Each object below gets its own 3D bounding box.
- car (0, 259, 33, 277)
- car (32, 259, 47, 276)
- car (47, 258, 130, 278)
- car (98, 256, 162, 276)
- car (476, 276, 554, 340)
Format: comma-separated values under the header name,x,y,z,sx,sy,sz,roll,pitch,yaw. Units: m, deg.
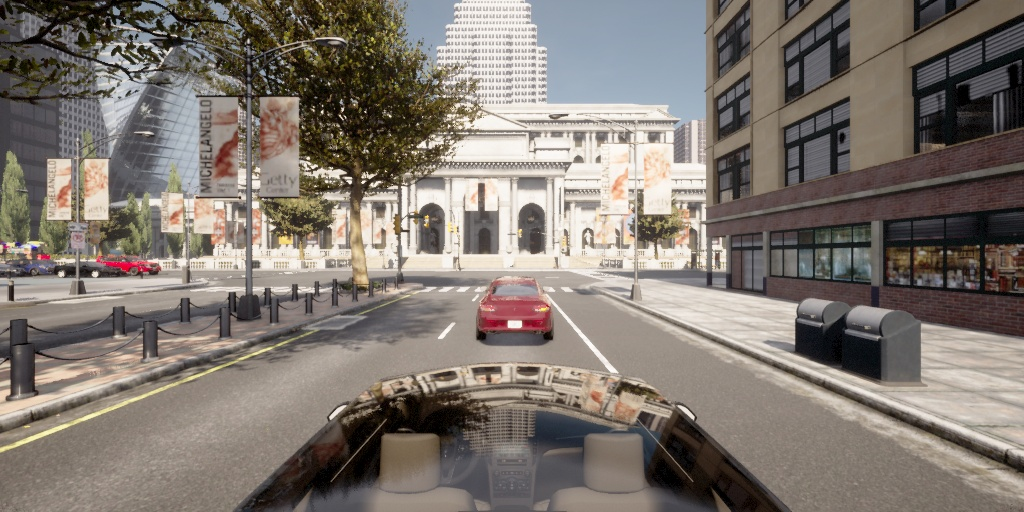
name,x,y,z,sx,sy,sz,roll,pitch,yaw
car,-48.326,1.276,33.329,4.674,1.442,1.812,0,0,-1
car,-49.132,1.102,36.802,4.553,1.767,2.097,0,0,-1
car,-39.323,1.228,33.360,5.008,1.535,1.882,0,0,0
car,-39.513,0.971,36.863,5.566,2.045,2.150,0,0,0
car,0.078,1.276,9.882,1.812,1.442,4.674,0,0,0
